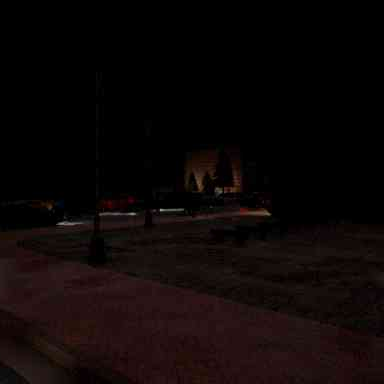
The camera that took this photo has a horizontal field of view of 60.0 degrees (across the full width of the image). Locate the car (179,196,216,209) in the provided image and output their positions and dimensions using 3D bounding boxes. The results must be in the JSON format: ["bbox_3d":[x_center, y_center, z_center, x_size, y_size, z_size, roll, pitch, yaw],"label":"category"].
[{"bbox_3d":[0.845,1.601,45.841,1.895,1.301,4.718,0,0,40],"label":"car"}]

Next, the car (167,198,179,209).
[{"bbox_3d":[-2.860,1.547,46.891,2.033,1.411,5.357,0,0,40],"label":"car"}]

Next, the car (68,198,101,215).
[{"bbox_3d":[-11.227,1.564,31.543,1.994,1.385,4.181,0,0,40],"label":"car"}]

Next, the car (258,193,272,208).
[{"bbox_3d":[11.992,1.352,48.000,2.097,1.767,4.553,0,0,41],"label":"car"}]

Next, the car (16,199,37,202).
[{"bbox_3d":[-15.880,1.478,31.467,1.882,1.535,5.008,0,0,40],"label":"car"}]

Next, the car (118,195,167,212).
[{"bbox_3d":[-5.563,1.478,38.262,1.882,1.535,5.008,0,0,40],"label":"car"}]

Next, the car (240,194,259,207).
[{"bbox_3d":[9.097,1.505,50.002,1.837,1.490,4.892,0,0,41],"label":"car"}]

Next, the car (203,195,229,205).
[{"bbox_3d":[3.658,1.564,54.552,1.994,1.385,4.181,0,0,41],"label":"car"}]

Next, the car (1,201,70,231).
[{"bbox_3d":[-10.833,1.547,20.839,2.033,1.411,5.357,0,0,40],"label":"car"}]

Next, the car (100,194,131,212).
[{"bbox_3d":[-9.472,1.221,39.056,2.150,2.045,5.566,0,0,41],"label":"car"}]

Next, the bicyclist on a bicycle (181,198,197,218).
[{"bbox_3d":[-0.267,1.301,26.728,1.656,1.620,0.582,0,0,40],"label":"bicyclist on a bicycle"}]
